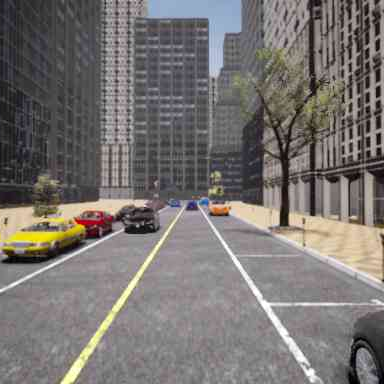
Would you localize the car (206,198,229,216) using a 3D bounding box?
[{"bbox_3d":[2.997,1.727,37.710,2.097,1.767,4.553,0,-1,0],"label":"car"}]

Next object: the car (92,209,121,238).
[{"bbox_3d":[-5.684,1.738,19.193,1.887,1.381,4.507,1,-1,0],"label":"car"}]

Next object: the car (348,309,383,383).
[{"bbox_3d":[2.697,1.575,2.276,2.008,1.369,4.403,1,-1,0],"label":"car"}]

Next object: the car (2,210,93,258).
[{"bbox_3d":[-5.684,1.661,13.381,1.752,1.417,4.829,1,-1,0],"label":"car"}]

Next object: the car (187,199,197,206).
[{"bbox_3d":[-0.005,2.265,71.113,1.895,1.301,4.718,0,-1,0],"label":"car"}]

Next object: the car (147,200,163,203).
[{"bbox_3d":[-5.685,1.911,47.406,1.967,1.590,4.097,1,-1,0],"label":"car"}]

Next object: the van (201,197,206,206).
[{"bbox_3d":[2.696,2.031,69.971,1.690,1.788,3.998,1,-1,0],"label":"van"}]

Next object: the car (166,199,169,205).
[{"bbox_3d":[-5.688,2.147,58.690,1.947,1.339,4.313,1,-1,0],"label":"car"}]

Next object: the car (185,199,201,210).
[{"bbox_3d":[-0.005,2.032,51.020,1.812,1.442,4.674,0,-1,0],"label":"car"}]

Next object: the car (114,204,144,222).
[{"bbox_3d":[-5.685,1.871,30.477,1.947,1.339,4.313,1,-1,0],"label":"car"}]

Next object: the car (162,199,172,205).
[{"bbox_3d":[-5.689,2.311,75.617,1.947,1.339,4.313,1,-1,0],"label":"car"}]

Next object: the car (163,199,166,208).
[{"bbox_3d":[-5.687,2.108,53.047,1.802,1.307,4.206,1,-1,0],"label":"car"}]

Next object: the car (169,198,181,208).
[{"bbox_3d":[-3.043,2.084,61.138,1.882,1.535,5.008,0,-1,1],"label":"car"}]

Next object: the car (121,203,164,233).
[{"bbox_3d":[-3.101,1.721,21.426,1.837,1.490,4.892,0,-1,0],"label":"car"}]

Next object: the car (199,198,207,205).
[{"bbox_3d":[2.693,2.239,81.252,1.967,1.590,4.097,1,-1,0],"label":"car"}]
